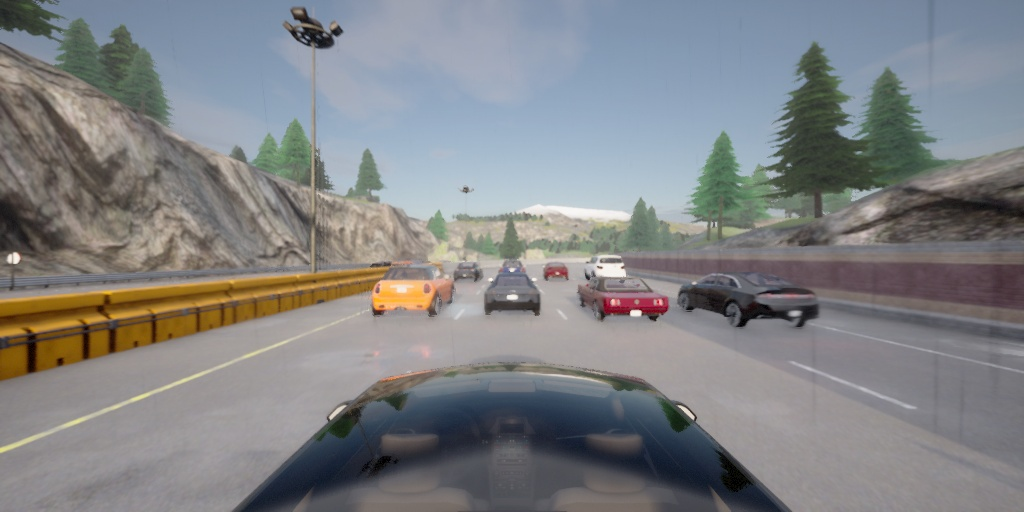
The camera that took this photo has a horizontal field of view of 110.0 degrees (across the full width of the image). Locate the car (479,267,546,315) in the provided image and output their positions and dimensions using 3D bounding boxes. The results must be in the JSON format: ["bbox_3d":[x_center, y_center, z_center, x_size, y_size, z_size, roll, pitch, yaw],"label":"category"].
[{"bbox_3d":[0.022,1.307,13.634,1.994,1.385,4.181,0,0,0],"label":"car"}]

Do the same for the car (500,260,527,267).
[{"bbox_3d":[0.105,1.086,28.500,2.097,1.767,4.553,0,0,2],"label":"car"}]

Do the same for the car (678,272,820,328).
[{"bbox_3d":[7.017,1.230,11.312,2.128,1.511,4.902,0,0,0],"label":"car"}]

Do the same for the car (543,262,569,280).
[{"bbox_3d":[3.689,1.209,30.469,1.882,1.535,5.008,0,0,3],"label":"car"}]

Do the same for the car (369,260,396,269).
[{"bbox_3d":[-21.040,1.333,58.588,1.895,1.301,4.718,0,0,12],"label":"car"}]

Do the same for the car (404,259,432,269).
[{"bbox_3d":[-14.518,1.276,55.602,2.033,1.411,5.357,0,0,12],"label":"car"}]

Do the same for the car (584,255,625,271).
[{"bbox_3d":[7.063,0.954,27.718,2.150,2.045,5.566,0,0,2],"label":"car"}]

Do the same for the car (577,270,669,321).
[{"bbox_3d":[3.520,1.343,12.386,1.895,1.301,4.718,0,0,0],"label":"car"}]

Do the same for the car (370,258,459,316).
[{"bbox_3d":[-3.480,1.097,13.469,2.097,1.767,4.553,0,0,0],"label":"car"}]

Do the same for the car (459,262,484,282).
[{"bbox_3d":[-3.392,1.229,28.784,2.128,1.511,4.902,0,0,2],"label":"car"}]
